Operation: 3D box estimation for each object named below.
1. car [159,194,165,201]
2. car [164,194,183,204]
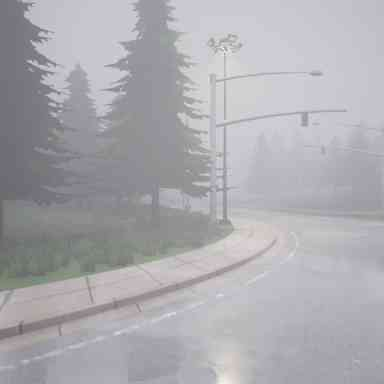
[{"bbox_3d":[-7.119,1.186,75.170,2.150,2.045,5.566,0,0,-21],"label":"car"},{"bbox_3d":[-3.236,1.547,65.433,2.033,1.411,5.357,0,0,-21],"label":"car"}]
